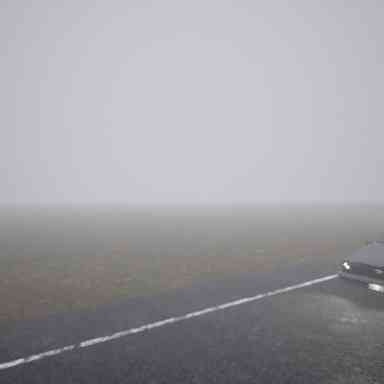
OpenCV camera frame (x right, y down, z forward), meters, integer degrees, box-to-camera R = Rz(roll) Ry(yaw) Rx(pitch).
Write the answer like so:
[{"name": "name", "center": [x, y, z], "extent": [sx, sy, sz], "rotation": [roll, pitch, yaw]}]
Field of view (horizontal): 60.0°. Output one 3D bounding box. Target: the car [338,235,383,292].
[{"name": "car", "center": [5.826, 1.487, 8.143], "extent": [5.357, 1.411, 2.033], "rotation": [0, 0, -35]}]
